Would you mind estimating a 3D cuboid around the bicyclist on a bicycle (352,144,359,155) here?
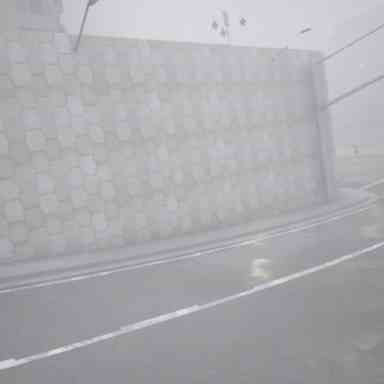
[{"bbox_3d":[23.176,-6.046,47.129,1.656,1.620,0.582,-14,8,-34],"label":"bicyclist on a bicycle"}]
